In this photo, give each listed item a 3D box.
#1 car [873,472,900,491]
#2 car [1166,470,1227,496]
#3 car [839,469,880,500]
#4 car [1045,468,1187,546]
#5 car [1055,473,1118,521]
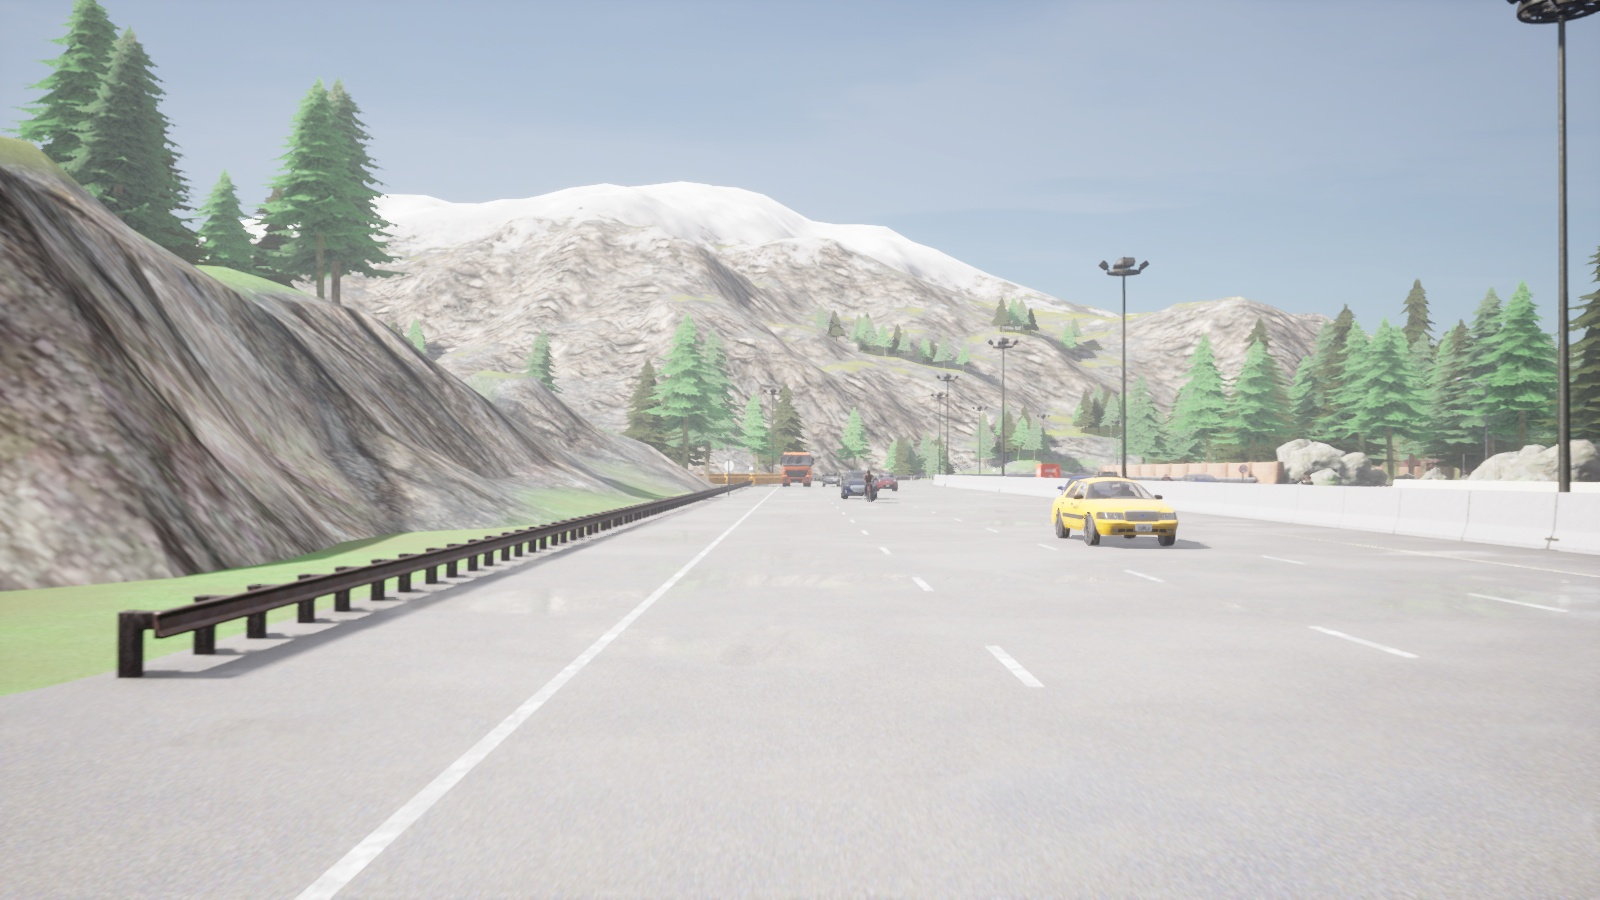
[{"bbox_3d":[6.763,2.447,98.299,1.845,1.501,3.633,0,-1,0],"label":"car"},{"bbox_3d":[24.313,2.009,77.174,2.163,1.488,4.792,0,-1,0],"label":"car"},{"bbox_3d":[3.328,1.919,70.930,2.033,1.649,4.856,0,-1,0],"label":"car"},{"bbox_3d":[6.932,1.197,28.156,1.801,1.575,5.366,0,-1,0],"label":"car"},{"bbox_3d":[9.425,1.490,41.045,1.812,1.442,4.674,0,-1,15],"label":"car"}]
